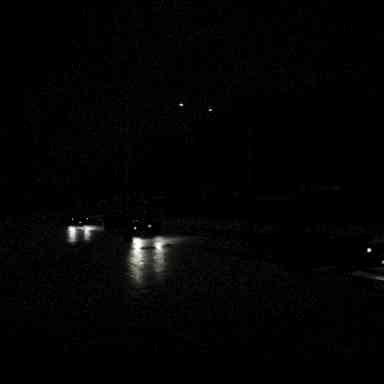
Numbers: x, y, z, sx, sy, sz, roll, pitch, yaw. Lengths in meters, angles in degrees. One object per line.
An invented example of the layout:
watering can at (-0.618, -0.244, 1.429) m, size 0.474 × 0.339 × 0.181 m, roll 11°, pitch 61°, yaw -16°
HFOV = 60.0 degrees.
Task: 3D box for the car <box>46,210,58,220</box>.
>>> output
car at (-21.534, 3.596, 52.478) m, size 1.994 × 1.385 × 4.181 m, roll 0°, pitch -2°, yaw -36°

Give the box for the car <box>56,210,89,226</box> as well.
car at (-12.275, 2.810, 34.545) m, size 1.895 × 1.301 × 4.718 m, roll 0°, pitch -2°, yaw -35°

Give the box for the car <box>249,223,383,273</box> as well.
car at (4.284, 1.770, 11.443) m, size 1.895 × 1.301 × 4.718 m, roll 0°, pitch -2°, yaw -36°

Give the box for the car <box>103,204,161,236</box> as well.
car at (-4.386, 1.889, 23.487) m, size 2.150 × 2.045 × 5.566 m, roll 0°, pitch -1°, yaw -37°
